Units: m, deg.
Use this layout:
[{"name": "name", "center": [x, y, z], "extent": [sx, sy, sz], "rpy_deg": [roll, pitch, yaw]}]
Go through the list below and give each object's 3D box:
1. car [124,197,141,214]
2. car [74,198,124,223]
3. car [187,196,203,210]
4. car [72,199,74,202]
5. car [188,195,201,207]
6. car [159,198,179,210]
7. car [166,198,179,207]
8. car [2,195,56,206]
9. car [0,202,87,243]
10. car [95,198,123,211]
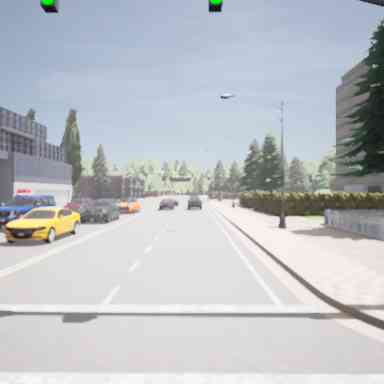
[{"name": "car", "center": [-6.847, 1.358, 35.574], "extent": [2.097, 1.767, 4.553], "rpy_deg": [0, 0, 1]}, {"name": "car", "center": [-6.955, 1.356, 25.460], "extent": [2.097, 1.767, 4.553], "rpy_deg": [0, 0, 1]}, {"name": "car", "center": [0.401, 1.512, 43.154], "extent": [1.837, 1.490, 4.892], "rpy_deg": [0, 0, 1]}, {"name": "car", "center": [-10.396, 1.357, 31.163], "extent": [2.097, 1.767, 4.553], "rpy_deg": [0, 0, 1]}, {"name": "car", "center": [0.392, 1.361, 53.222], "extent": [2.097, 1.767, 4.553], "rpy_deg": [0, 0, 1]}, {"name": "car", "center": [-3.203, 1.554, 42.912], "extent": [2.033, 1.411, 5.357], "rpy_deg": [0, 0, 1]}, {"name": "car", "center": [-3.107, 1.609, 53.548], "extent": [1.895, 1.301, 4.718], "rpy_deg": [0, 0, 1]}, {"name": "car", "center": [-10.497, 1.225, 21.263], "extent": [2.150, 2.045, 5.566], "rpy_deg": [0, 0, 1]}, {"name": "car", "center": [-7.041, 1.480, 16.223], "extent": [1.882, 1.535, 5.008], "rpy_deg": [0, 0, 1]}, {"name": "car", "center": [-10.260, 1.498, 41.421], "extent": [2.128, 1.511, 4.902], "rpy_deg": [0, 0, 1]}]
